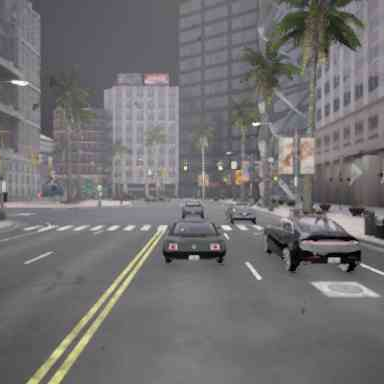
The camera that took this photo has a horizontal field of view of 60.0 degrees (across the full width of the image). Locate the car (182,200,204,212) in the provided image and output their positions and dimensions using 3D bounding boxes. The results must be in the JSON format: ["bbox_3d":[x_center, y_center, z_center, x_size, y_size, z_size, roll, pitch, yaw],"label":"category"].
[{"bbox_3d":[0.085,1.496,29.831,2.128,1.511,4.902,0,0,0],"label":"car"}]

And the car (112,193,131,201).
[{"bbox_3d":[-18.119,1.566,83.526,4.181,1.385,1.994,0,0,41],"label":"car"}]

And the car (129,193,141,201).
[{"bbox_3d":[-15.735,1.239,86.089,5.566,2.045,2.150,0,0,41],"label":"car"}]

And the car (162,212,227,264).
[{"bbox_3d":[0.075,1.603,11.786,1.895,1.301,4.718,0,0,0],"label":"car"}]

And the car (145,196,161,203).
[{"bbox_3d":[-8.655,1.551,70.200,2.033,1.411,5.357,0,0,-20],"label":"car"}]

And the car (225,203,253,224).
[{"bbox_3d":[3.566,1.551,24.966,2.033,1.411,5.357,0,0,0],"label":"car"}]

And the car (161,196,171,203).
[{"bbox_3d":[-5.932,1.537,72.828,2.128,1.511,4.902,0,0,-20],"label":"car"}]

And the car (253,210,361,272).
[{"bbox_3d":[3.567,1.494,10.734,2.128,1.511,4.902,0,0,0],"label":"car"}]
